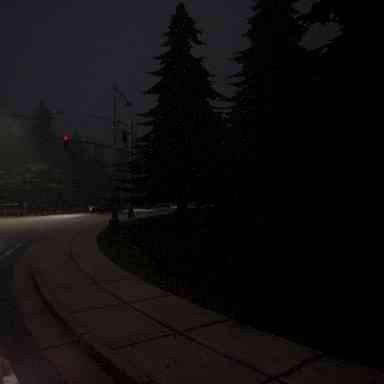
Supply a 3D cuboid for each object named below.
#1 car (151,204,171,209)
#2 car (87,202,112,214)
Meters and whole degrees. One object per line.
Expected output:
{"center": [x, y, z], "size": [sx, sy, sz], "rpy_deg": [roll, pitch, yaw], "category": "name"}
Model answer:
{"center": [-4.745, 1.352, 45.203], "size": [2.097, 1.767, 4.553], "rpy_deg": [0, 0, 28], "category": "car"}
{"center": [-9.297, 1.492, 36.270], "size": [2.128, 1.511, 4.902], "rpy_deg": [0, 0, 26], "category": "car"}
